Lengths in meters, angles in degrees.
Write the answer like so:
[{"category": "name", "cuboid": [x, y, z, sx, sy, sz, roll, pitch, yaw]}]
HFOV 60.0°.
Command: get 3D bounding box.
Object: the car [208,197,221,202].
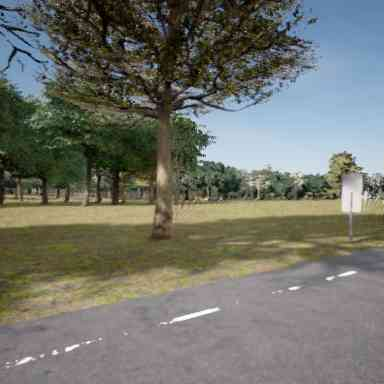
[{"category": "car", "cuboid": [6.383, 2.141, 94.403, 1.994, 1.385, 4.181, 2, -2, -28]}]
